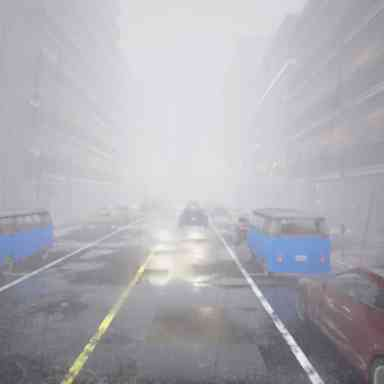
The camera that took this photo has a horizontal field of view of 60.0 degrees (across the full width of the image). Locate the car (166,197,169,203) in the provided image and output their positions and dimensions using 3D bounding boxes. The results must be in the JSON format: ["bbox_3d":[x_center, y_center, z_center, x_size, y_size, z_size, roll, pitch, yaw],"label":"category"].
[{"bbox_3d":[-5.670,2.015,61.281,1.802,1.307,4.206,0,0,0],"label":"car"}]

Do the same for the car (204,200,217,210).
[{"bbox_3d":[2.707,1.923,49.898,1.802,1.307,4.206,0,0,0],"label":"car"}]

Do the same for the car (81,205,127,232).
[{"bbox_3d":[-5.680,1.661,21.282,1.752,1.417,4.829,0,0,0],"label":"car"}]

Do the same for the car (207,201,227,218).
[{"bbox_3d":[2.703,1.798,32.828,1.802,1.307,4.206,0,0,0],"label":"car"}]

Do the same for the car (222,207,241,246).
[{"bbox_3d":[2.699,1.643,15.758,1.887,1.381,4.507,0,0,0],"label":"car"}]

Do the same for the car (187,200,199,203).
[{"bbox_3d":[0.113,1.758,41.728,1.882,1.535,5.008,0,-1,0],"label":"car"}]

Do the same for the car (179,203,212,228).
[{"bbox_3d":[0.107,1.713,23.296,1.994,1.385,4.181,0,0,0],"label":"car"}]

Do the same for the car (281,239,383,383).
[{"bbox_3d":[2.695,1.609,4.379,1.802,1.307,4.206,0,0,0],"label":"car"}]

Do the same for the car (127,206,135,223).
[{"bbox_3d":[-5.679,1.758,27.143,1.802,1.307,4.206,0,0,0],"label":"car"}]

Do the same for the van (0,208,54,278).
[{"bbox_3d":[-5.681,1.403,10.072,1.690,1.788,3.998,0,0,0],"label":"van"}]

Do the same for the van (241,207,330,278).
[{"bbox_3d":[2.699,1.403,10.068,1.690,1.788,3.998,0,0,0],"label":"van"}]

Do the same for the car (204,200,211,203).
[{"bbox_3d":[2.706,1.880,44.208,1.802,1.307,4.206,0,0,0],"label":"car"}]

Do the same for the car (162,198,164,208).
[{"bbox_3d":[-5.673,1.865,49.733,1.752,1.417,4.829,0,0,0],"label":"car"}]

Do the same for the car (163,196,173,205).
[{"bbox_3d":[-5.667,1.848,72.663,2.192,1.841,5.009,0,-1,0],"label":"car"}]

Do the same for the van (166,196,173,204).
[{"bbox_3d":[-5.663,1.976,84.044,1.690,1.788,3.998,0,-1,0],"label":"van"}]

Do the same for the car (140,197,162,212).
[{"bbox_3d":[-5.673,1.614,44.214,2.192,1.841,5.009,0,0,0],"label":"car"}]

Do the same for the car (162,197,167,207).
[{"bbox_3d":[-5.671,1.952,55.593,1.947,1.339,4.313,0,0,0],"label":"car"}]
